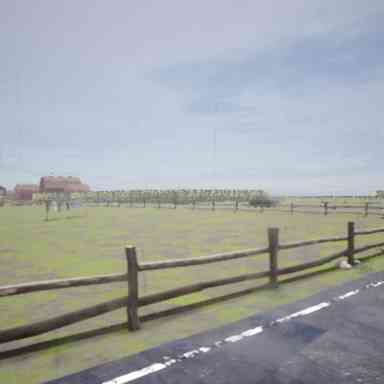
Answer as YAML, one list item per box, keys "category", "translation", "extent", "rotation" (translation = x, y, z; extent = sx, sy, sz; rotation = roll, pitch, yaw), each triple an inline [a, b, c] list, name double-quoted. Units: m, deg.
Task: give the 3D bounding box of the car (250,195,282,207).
- category: "car"
  translation: [12.714, 1.606, 57.470]
  extent: [2.150, 2.045, 5.566]
  rotation: [1, -2, -44]
